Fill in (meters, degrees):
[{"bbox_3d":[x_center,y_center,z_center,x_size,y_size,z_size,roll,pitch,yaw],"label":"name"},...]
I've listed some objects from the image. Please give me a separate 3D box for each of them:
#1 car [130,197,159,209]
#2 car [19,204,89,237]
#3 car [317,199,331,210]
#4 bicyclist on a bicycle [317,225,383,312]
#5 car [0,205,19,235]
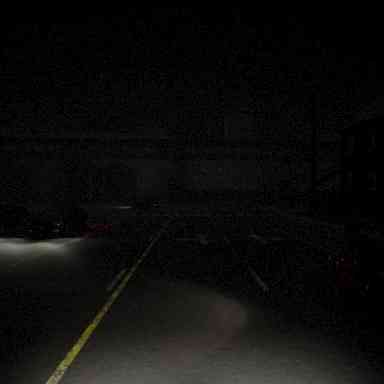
[{"bbox_3d":[-6.566,1.505,45.438,1.837,1.490,4.892,0,0,-45],"label":"car"},{"bbox_3d":[-7.206,1.478,18.374,1.882,1.535,5.008,0,0,0],"label":"car"},{"bbox_3d":[16.995,1.526,40.144,4.674,1.442,1.812,0,0,0],"label":"car"},{"bbox_3d":[3.159,1.453,6.252,1.656,1.620,0.582,-1,0,0],"label":"bicyclist on a bicycle"},{"bbox_3d":[-10.708,1.506,18.698,1.837,1.490,4.892,0,0,0],"label":"car"}]
